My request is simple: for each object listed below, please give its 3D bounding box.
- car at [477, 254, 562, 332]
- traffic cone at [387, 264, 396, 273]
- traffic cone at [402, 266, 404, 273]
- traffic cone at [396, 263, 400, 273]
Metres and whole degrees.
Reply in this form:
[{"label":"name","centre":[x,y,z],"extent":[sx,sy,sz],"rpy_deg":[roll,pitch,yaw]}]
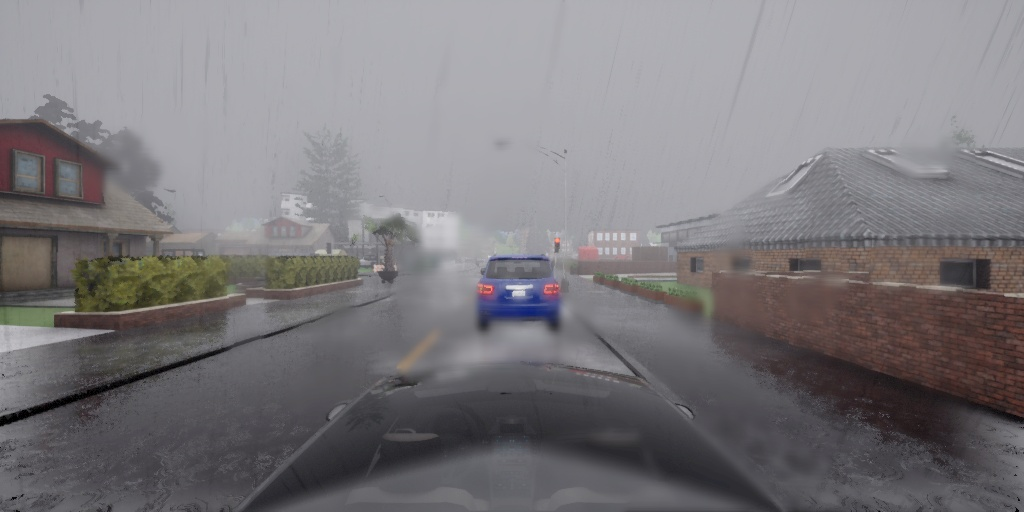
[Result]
[{"label":"car","centre":[0.185,0.971,11.005],"extent":[2.150,2.045,5.566],"rpy_deg":[0,0,0]},{"label":"traffic cone","centre":[-15.421,1.561,45.883],"extent":[0.344,0.586,0.344],"rpy_deg":[0,0,0]},{"label":"traffic cone","centre":[-14.049,1.582,47.482],"extent":[0.344,0.586,0.344],"rpy_deg":[0,0,0]},{"label":"traffic cone","centre":[-15.056,1.558,46.450],"extent":[0.344,0.586,0.344],"rpy_deg":[0,0,0]}]
